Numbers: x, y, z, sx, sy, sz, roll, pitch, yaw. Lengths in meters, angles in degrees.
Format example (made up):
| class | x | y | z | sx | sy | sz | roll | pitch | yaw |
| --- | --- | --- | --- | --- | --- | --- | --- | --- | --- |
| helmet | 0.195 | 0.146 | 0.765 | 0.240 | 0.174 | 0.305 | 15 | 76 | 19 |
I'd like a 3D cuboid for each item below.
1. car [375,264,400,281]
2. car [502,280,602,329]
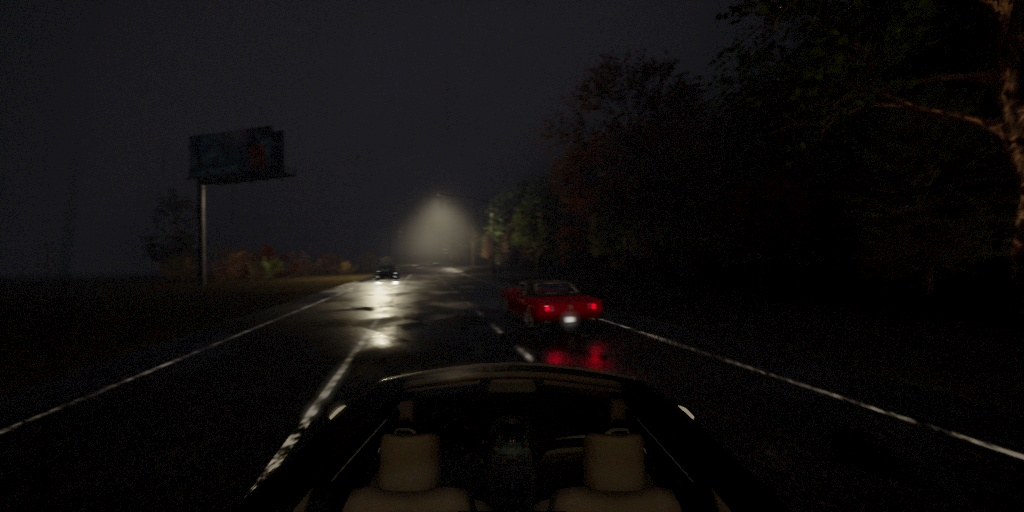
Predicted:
| class | x | y | z | sx | sy | sz | roll | pitch | yaw |
| --- | --- | --- | --- | --- | --- | --- | --- | --- | --- |
| car | -12.658 | 1.589 | 36.685 | 2.097 | 1.767 | 4.553 | -1 | 0 | -14 |
| car | 0.988 | 1.416 | 11.612 | 1.895 | 1.301 | 4.718 | -1 | 0 | -14 |
